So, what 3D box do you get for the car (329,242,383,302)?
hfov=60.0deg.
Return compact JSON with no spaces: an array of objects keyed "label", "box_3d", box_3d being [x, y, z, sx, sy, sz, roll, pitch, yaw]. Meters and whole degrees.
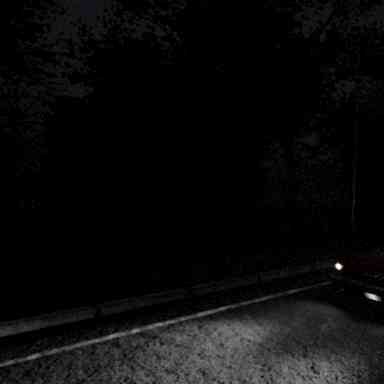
[{"label":"car","box_3d":[5.127,1.533,7.106,4.718,1.301,1.895,-1,1,-31]}]
